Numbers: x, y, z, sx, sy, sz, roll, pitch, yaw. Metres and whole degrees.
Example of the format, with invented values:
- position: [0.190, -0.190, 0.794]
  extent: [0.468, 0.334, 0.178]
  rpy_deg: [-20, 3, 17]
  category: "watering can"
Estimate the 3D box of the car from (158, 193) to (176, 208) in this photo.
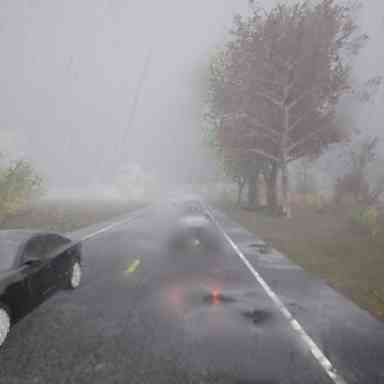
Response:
- position: [-3.578, 1.183, 48.491]
  extent: [2.150, 2.045, 5.566]
  rpy_deg: [0, 0, 0]
  category: "car"

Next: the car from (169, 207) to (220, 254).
- position: [0.097, 1.524, 13.281]
  extent: [1.812, 1.442, 4.674]
  rpy_deg: [0, 0, 0]
  category: "car"

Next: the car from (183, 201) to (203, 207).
- position: [0.100, 1.536, 32.436]
  extent: [2.033, 1.411, 5.357]
  rpy_deg: [0, 0, 0]
  category: "car"

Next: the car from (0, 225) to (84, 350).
- position: [-3.599, 1.477, 6.212]
  extent: [1.882, 1.535, 5.008]
  rpy_deg: [0, 0, 0]
  category: "car"
